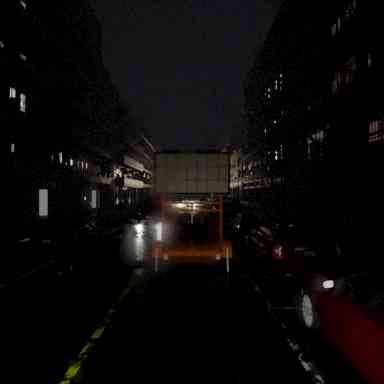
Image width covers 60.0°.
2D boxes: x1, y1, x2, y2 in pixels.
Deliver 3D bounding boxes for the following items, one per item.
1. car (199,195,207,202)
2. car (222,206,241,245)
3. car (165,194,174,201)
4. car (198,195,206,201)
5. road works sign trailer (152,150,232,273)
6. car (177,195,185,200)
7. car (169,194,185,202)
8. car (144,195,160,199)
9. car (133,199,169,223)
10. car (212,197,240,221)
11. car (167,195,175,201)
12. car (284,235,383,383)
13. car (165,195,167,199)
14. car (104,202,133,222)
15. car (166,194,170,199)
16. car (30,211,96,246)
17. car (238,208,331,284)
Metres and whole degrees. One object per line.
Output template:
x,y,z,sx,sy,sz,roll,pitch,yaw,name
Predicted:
2.715,1.503,77.365,1.752,1.417,4.829,0,0,0,car
2.696,1.550,15.195,2.008,1.369,4.403,0,0,0,car
-5.663,1.415,82.838,1.967,1.590,4.097,0,0,0,car
2.719,1.517,88.468,1.887,1.381,4.507,0,0,0,car
0.003,0.464,10.692,2.380,3.560,2.880,0,0,0,road works sign trailer
-2.972,1.477,89.856,1.837,1.490,4.892,0,0,0,car
-2.994,1.508,67.046,1.812,1.442,4.674,0,0,0,car
-5.676,1.432,43.384,1.967,1.590,4.097,0,0,0,car
-3.093,1.523,25.903,1.812,1.442,4.674,0,0,0,car
2.701,1.312,26.468,2.192,1.841,5.009,0,0,0,car
-5.662,1.516,88.475,1.887,1.381,4.507,0,0,0,car
2.693,1.545,3.922,1.887,1.381,4.507,0,0,0,car
-5.673,1.570,54.657,1.802,1.307,4.206,0,0,0,car
-5.681,1.523,26.304,1.752,1.417,4.829,0,0,0,car
-5.664,1.293,77.202,2.192,1.841,5.009,0,0,0,car
-5.685,1.565,15.200,1.947,1.339,4.313,0,0,0,car
2.694,1.440,9.559,1.967,1.590,4.097,0,0,0,car
